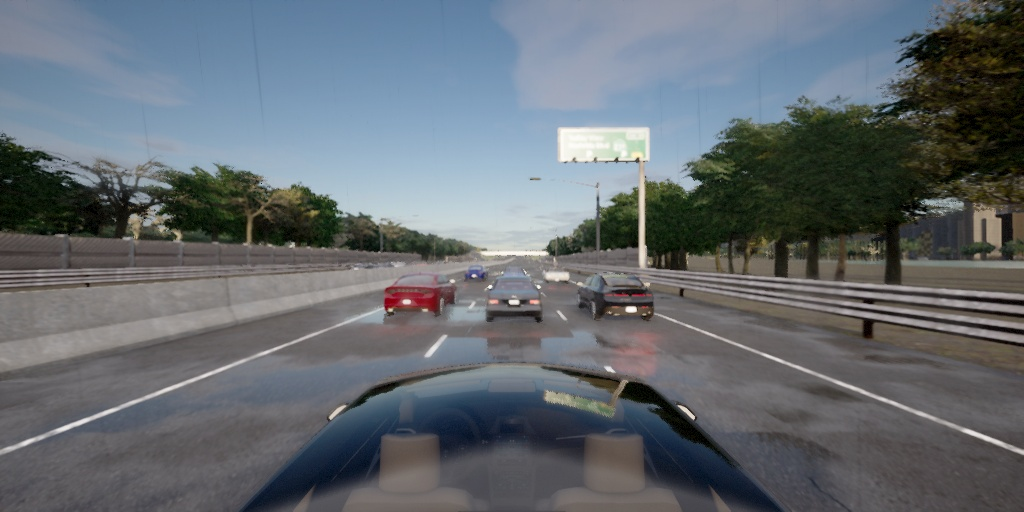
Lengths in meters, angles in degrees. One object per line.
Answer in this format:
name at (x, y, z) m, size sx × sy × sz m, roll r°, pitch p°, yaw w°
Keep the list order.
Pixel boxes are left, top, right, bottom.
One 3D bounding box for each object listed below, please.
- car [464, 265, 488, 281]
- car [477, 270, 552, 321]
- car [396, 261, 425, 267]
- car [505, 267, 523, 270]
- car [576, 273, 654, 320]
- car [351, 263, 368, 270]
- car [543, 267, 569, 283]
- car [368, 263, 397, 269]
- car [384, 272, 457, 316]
car at (-3.293, 1.579, 33.689) m, size 1.812 × 1.442 × 4.674 m, roll 0°, pitch 0°, yaw 1°
car at (0.086, 1.412, 12.936) m, size 2.033 × 1.411 × 5.357 m, roll 0°, pitch -1°, yaw 1°
car at (-13.834, 1.756, 49.065) m, size 1.994 × 1.385 × 4.181 m, roll 0°, pitch -1°, yaw 1°
car at (0.147, 1.550, 27.887) m, size 2.033 × 1.411 × 5.357 m, roll 0°, pitch 0°, yaw 1°
car at (3.587, 1.372, 13.142) m, size 1.837 × 1.490 × 4.892 m, roll 0°, pitch 0°, yaw 1°
car at (-20.814, 1.697, 50.452) m, size 2.128 × 1.511 × 4.902 m, roll 0°, pitch -1°, yaw 1°
car at (3.683, 1.632, 31.090) m, size 1.895 × 1.301 × 4.718 m, roll 0°, pitch -1°, yaw 1°
car at (-17.341, 1.691, 48.625) m, size 1.837 × 1.490 × 4.892 m, roll 0°, pitch 0°, yaw 1°
car at (-3.405, 1.354, 14.154) m, size 1.882 × 1.535 × 5.008 m, roll 0°, pitch 0°, yaw 1°
